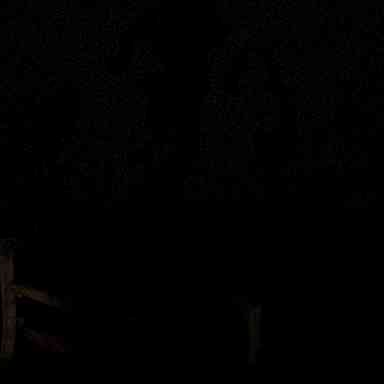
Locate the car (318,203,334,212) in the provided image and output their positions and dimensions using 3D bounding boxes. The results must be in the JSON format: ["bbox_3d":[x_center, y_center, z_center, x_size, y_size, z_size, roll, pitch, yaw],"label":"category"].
[{"bbox_3d":[22.154,2.531,54.685,1.882,1.535,5.008,-1,-1,35],"label":"car"}]
